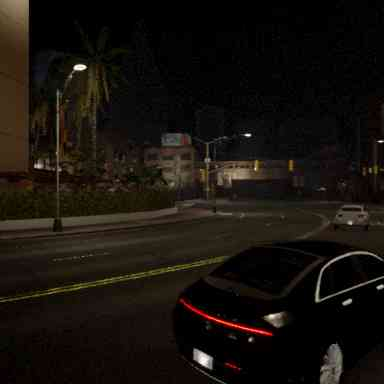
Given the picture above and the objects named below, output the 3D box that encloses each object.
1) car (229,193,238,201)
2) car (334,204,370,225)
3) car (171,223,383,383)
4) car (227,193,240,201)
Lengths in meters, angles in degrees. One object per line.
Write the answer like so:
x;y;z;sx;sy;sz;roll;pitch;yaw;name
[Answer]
10.797;1.289;87.333;2.185;1.767;4.553;0;0;7;car
10.102;1.514;21.025;1.812;1.442;4.674;0;0;27;car
1.934;1.503;5.126;4.892;1.490;1.837;0;1;-41;car
10.165;1.419;80.938;2.097;1.535;5.008;0;0;7;car
